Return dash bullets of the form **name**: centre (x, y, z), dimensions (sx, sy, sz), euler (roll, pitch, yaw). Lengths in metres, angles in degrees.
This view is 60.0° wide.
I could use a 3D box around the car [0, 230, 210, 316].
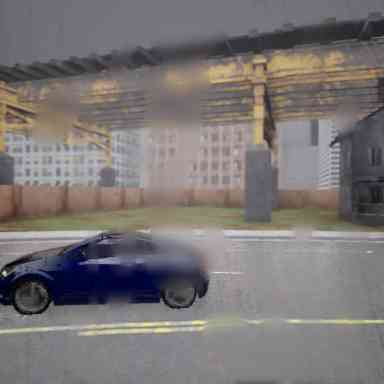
- **car**: centre (-1.720, 1.520, 6.996), dimensions (4.181, 1.385, 1.994), euler (0, 0, -6)
